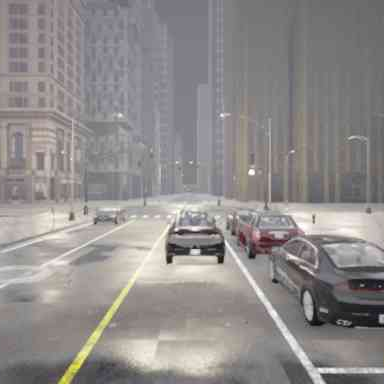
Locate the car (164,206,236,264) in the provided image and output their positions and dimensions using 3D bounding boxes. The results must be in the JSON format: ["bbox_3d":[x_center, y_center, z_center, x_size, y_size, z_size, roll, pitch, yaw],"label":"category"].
[{"bbox_3d":[0.092,1.473,11.738,2.128,1.511,4.902,0,0,0],"label":"car"}]

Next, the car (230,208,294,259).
[{"bbox_3d":[2.757,1.421,12.492,1.967,1.590,4.097,0,0,0],"label":"car"}]

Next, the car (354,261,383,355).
[{"bbox_3d":[2.760,1.523,1.380,1.752,1.417,4.829,0,0,0],"label":"car"}]

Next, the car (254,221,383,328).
[{"bbox_3d":[2.759,1.541,6.851,2.008,1.369,4.403,0,0,0],"label":"car"}]

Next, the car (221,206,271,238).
[{"bbox_3d":[2.756,1.522,18.133,2.008,1.369,4.403,0,0,0],"label":"car"}]

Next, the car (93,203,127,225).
[{"bbox_3d":[-5.771,1.513,23.771,2.008,1.369,4.403,0,0,0],"label":"car"}]
